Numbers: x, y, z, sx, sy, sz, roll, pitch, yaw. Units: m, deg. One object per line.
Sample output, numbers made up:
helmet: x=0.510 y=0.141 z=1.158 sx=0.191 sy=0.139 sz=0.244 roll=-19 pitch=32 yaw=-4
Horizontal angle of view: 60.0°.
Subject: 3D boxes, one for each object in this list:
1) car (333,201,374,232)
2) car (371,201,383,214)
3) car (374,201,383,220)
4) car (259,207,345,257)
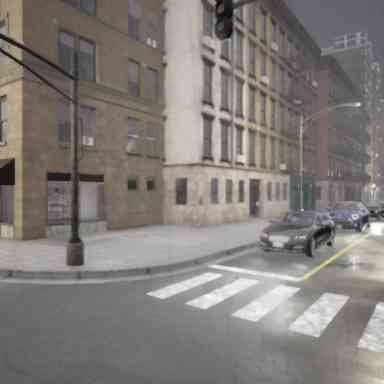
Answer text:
car: x=9.657 y=1.399 z=20.741 sx=2.097 sy=1.767 sz=4.553 roll=0 pitch=0 yaw=36
car: x=21.305 y=1.704 z=36.994 sx=1.895 sy=1.301 sz=4.718 roll=0 pitch=0 yaw=36
car: x=15.384 y=1.675 z=28.747 sx=1.895 sy=1.301 sz=4.718 roll=0 pitch=0 yaw=35
car: x=4.311 y=1.514 z=13.227 sx=2.128 sy=1.511 sz=4.902 roll=0 pitch=0 yaw=35
